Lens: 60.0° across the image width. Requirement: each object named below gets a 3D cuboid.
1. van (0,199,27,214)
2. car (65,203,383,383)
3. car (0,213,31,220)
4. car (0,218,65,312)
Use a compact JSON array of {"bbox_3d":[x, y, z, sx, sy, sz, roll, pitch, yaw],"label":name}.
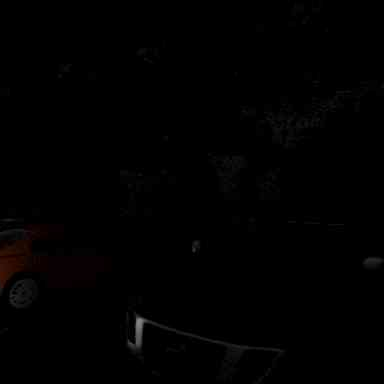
[{"bbox_3d":[-7.612,1.257,11.333,1.878,1.987,4.442,0,0,36],"label":"van"},{"bbox_3d":[1.428,1.229,4.707,2.435,2.045,5.566,0,0,35],"label":"car"},{"bbox_3d":[-5.422,1.523,9.631,2.002,1.452,4.674,0,0,35],"label":"car"},{"bbox_3d":[-3.070,1.482,7.943,2.097,1.535,5.008,0,0,36],"label":"car"}]
